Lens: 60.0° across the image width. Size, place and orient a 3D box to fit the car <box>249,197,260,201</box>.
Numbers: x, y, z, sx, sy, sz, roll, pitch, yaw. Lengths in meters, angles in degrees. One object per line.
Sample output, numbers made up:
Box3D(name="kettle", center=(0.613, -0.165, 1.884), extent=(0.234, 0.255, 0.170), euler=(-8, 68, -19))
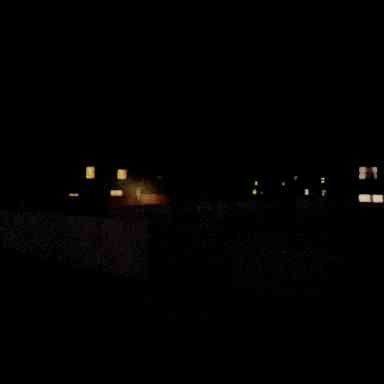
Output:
Box3D(name="car", center=(10.761, 1.545, 57.066), extent=(1.812, 1.442, 4.674), euler=(1, 0, 6))

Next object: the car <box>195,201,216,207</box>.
Box3D(name="car", center=(1.175, 1.587, 32.369), extent=(1.994, 1.385, 4.181), euler=(2, 1, 36))
